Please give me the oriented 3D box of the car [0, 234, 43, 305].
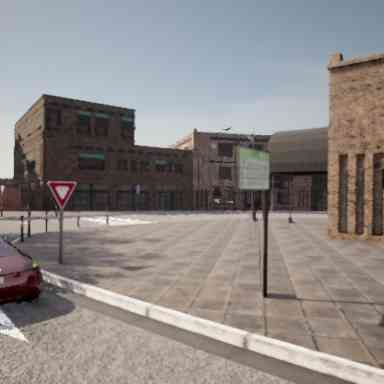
[{"bbox_3d":[-4.980,1.562,7.317,4.181,1.385,1.994,0,0,44],"label":"car"}]
